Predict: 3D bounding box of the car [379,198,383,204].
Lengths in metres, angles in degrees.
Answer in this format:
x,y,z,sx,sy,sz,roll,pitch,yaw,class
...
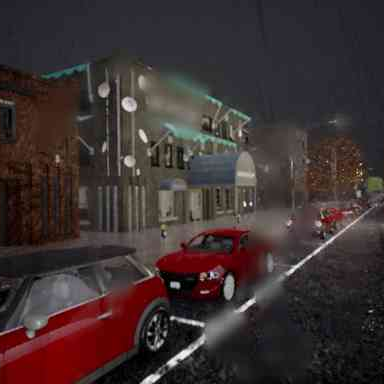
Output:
x,y,z,sx,sy,sz,roll,pitch,yaw,class
45.140,2.052,77.894,1.837,1.490,4.892,-1,-1,31,car

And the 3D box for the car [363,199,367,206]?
x,y,z,sx,sy,sz,roll,pitch,yaw,class
20.663,1.910,42.013,1.802,1.307,4.206,-1,-1,31,car

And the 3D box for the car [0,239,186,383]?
x,y,z,sx,sy,sz,roll,pitch,yaw,class
-2.033,1.505,3.870,1.967,1.590,4.097,-1,-1,31,car

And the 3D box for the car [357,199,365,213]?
x,y,z,sx,sy,sz,roll,pitch,yaw,class
17.825,1.846,37.245,2.008,1.369,4.403,-1,-1,31,car

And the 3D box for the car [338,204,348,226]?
x,y,z,sx,sy,sz,roll,pitch,yaw,class
9.316,1.741,22.941,1.887,1.381,4.507,-1,-1,31,car

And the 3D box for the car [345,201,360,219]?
x,y,z,sx,sy,sz,roll,pitch,yaw,class
14.989,1.844,32.476,1.802,1.307,4.206,-1,-1,31,car

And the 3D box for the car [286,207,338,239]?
x,y,z,sx,sy,sz,roll,pitch,yaw,class
6.477,1.604,18.174,1.967,1.590,4.097,-1,-1,31,car

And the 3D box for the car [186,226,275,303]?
x,y,z,sx,sy,sz,roll,pitch,yaw,class
0.805,1.643,8.636,1.887,1.381,4.507,-1,-1,31,car

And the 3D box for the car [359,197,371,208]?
x,y,z,sx,sy,sz,roll,pitch,yaw,class
29.168,1.741,56.322,2.192,1.841,5.009,-1,-1,31,car
